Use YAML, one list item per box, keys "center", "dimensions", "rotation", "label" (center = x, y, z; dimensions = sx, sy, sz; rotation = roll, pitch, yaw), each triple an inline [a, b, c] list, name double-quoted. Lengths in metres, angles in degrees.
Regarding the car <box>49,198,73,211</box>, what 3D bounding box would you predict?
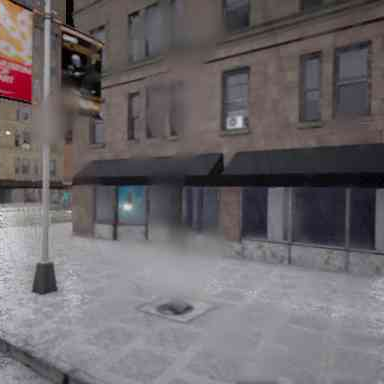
- center: [-13.889, 1.340, 36.218]
  dimensions: [1.994, 1.385, 4.181]
  rotation: [1, 1, 35]
  label: "car"
